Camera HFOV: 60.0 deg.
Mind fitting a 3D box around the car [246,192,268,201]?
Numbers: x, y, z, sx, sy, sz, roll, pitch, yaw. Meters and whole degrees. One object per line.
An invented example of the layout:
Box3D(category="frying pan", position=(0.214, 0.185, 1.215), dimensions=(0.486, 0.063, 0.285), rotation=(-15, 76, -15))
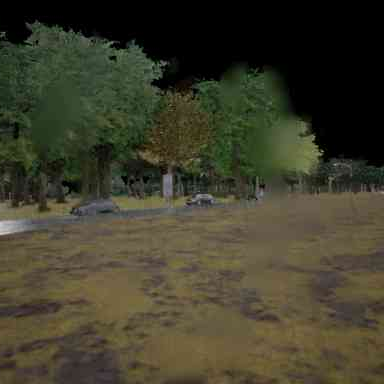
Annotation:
Box3D(category="car", position=(10.990, 0.687, 55.567), dimensions=(2.033, 1.411, 5.357), rotation=(-3, -1, 35))

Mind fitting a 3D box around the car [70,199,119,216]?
Box3D(category="car", position=(-8.286, 1.297, 28.451), dimensions=(1.994, 1.385, 4.181), rotation=(-3, -1, 35))

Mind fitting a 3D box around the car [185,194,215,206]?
Box3D(category="car", position=(1.048, 0.988, 41.658), dimensions=(1.837, 1.490, 4.892), rotation=(-3, -1, 35))
